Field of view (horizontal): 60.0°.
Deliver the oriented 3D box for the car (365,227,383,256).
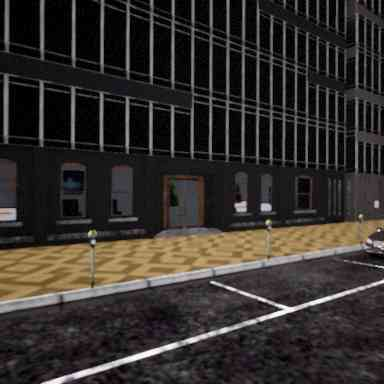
[{"bbox_3d":[8.178,1.673,12.397,4.403,1.369,2.008,1,0,-36],"label":"car"}]
